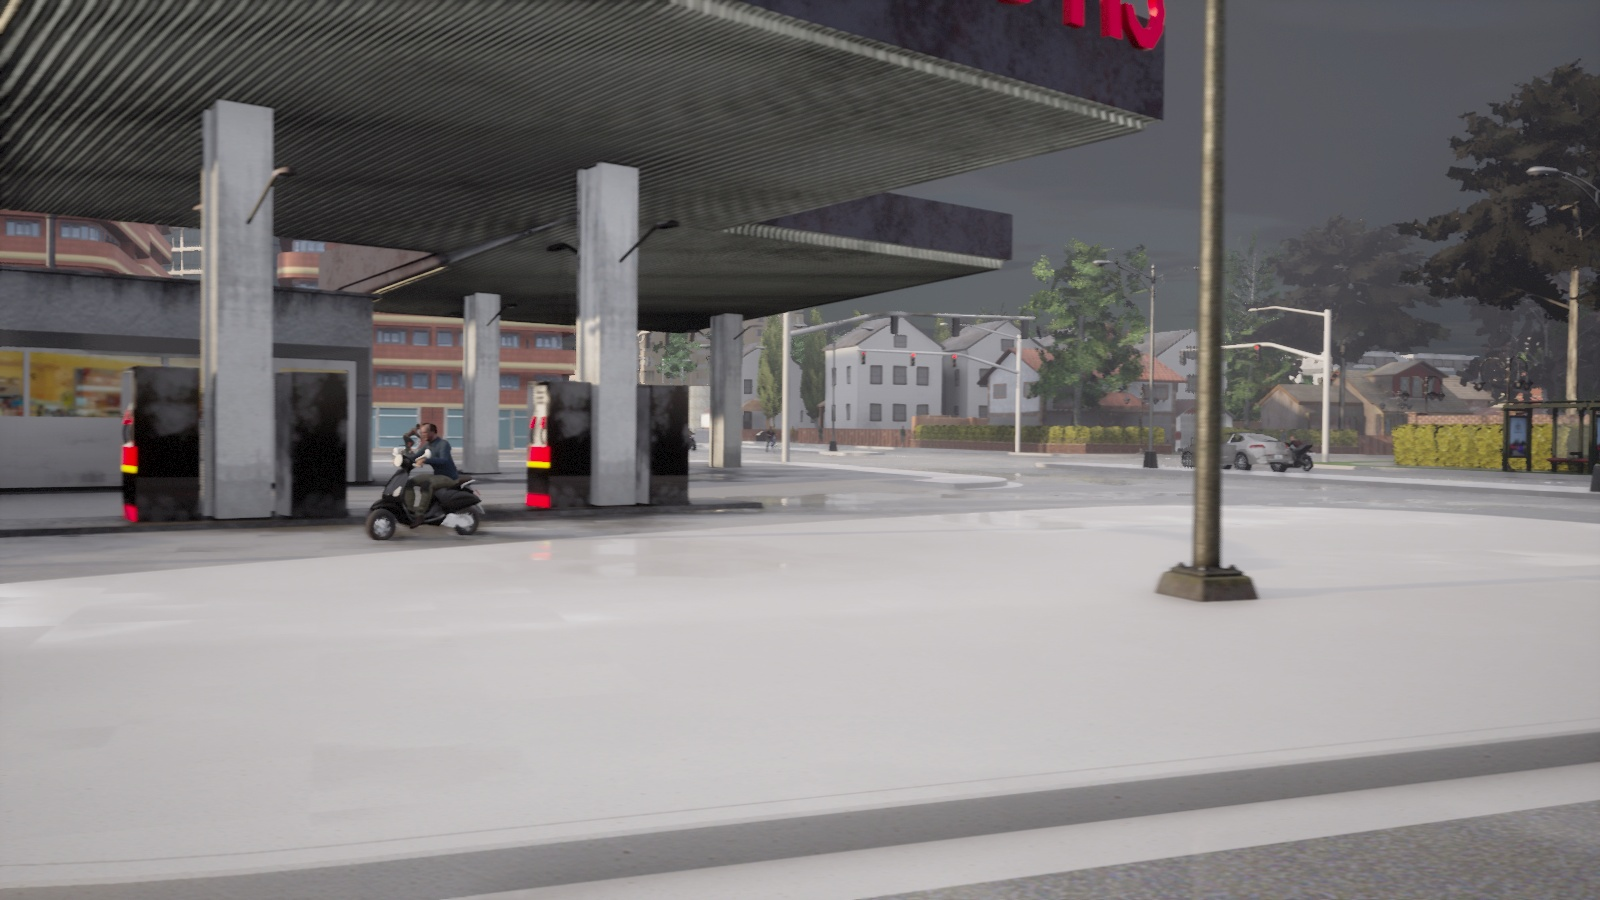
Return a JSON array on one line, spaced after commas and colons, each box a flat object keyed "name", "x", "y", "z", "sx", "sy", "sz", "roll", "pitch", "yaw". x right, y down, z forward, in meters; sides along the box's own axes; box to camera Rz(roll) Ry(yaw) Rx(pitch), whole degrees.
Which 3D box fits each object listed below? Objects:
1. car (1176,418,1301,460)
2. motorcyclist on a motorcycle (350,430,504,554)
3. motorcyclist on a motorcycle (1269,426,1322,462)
[{"name": "car", "x": 18.162, "y": -0.470, "z": 52.261, "sx": 2.152, "sy": 1.651, "sz": 5.027, "roll": -1, "pitch": 1, "yaw": -21}, {"name": "motorcyclist on a motorcycle", "x": -5.067, "y": 0.527, "z": 17.141, "sx": 0.866, "sy": 1.590, "sz": 1.817, "roll": 1, "pitch": 1, "yaw": 41}, {"name": "motorcyclist on a motorcycle", "x": 21.260, "y": -0.275, "z": 53.967, "sx": 0.866, "sy": 1.530, "sz": 2.191, "roll": -1, "pitch": 1, "yaw": -21}]
